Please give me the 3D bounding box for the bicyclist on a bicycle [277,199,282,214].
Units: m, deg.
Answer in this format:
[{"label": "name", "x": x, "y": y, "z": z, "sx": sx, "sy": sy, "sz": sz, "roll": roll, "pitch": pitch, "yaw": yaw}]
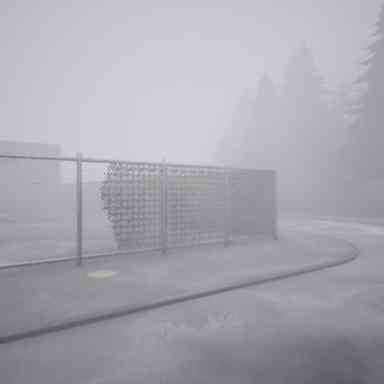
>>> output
[{"label": "bicyclist on a bicycle", "x": 8.318, "y": 1.344, "z": 32.739, "sx": 1.656, "sy": 1.620, "sz": 0.582, "roll": 0, "pitch": 0, "yaw": -36}]
